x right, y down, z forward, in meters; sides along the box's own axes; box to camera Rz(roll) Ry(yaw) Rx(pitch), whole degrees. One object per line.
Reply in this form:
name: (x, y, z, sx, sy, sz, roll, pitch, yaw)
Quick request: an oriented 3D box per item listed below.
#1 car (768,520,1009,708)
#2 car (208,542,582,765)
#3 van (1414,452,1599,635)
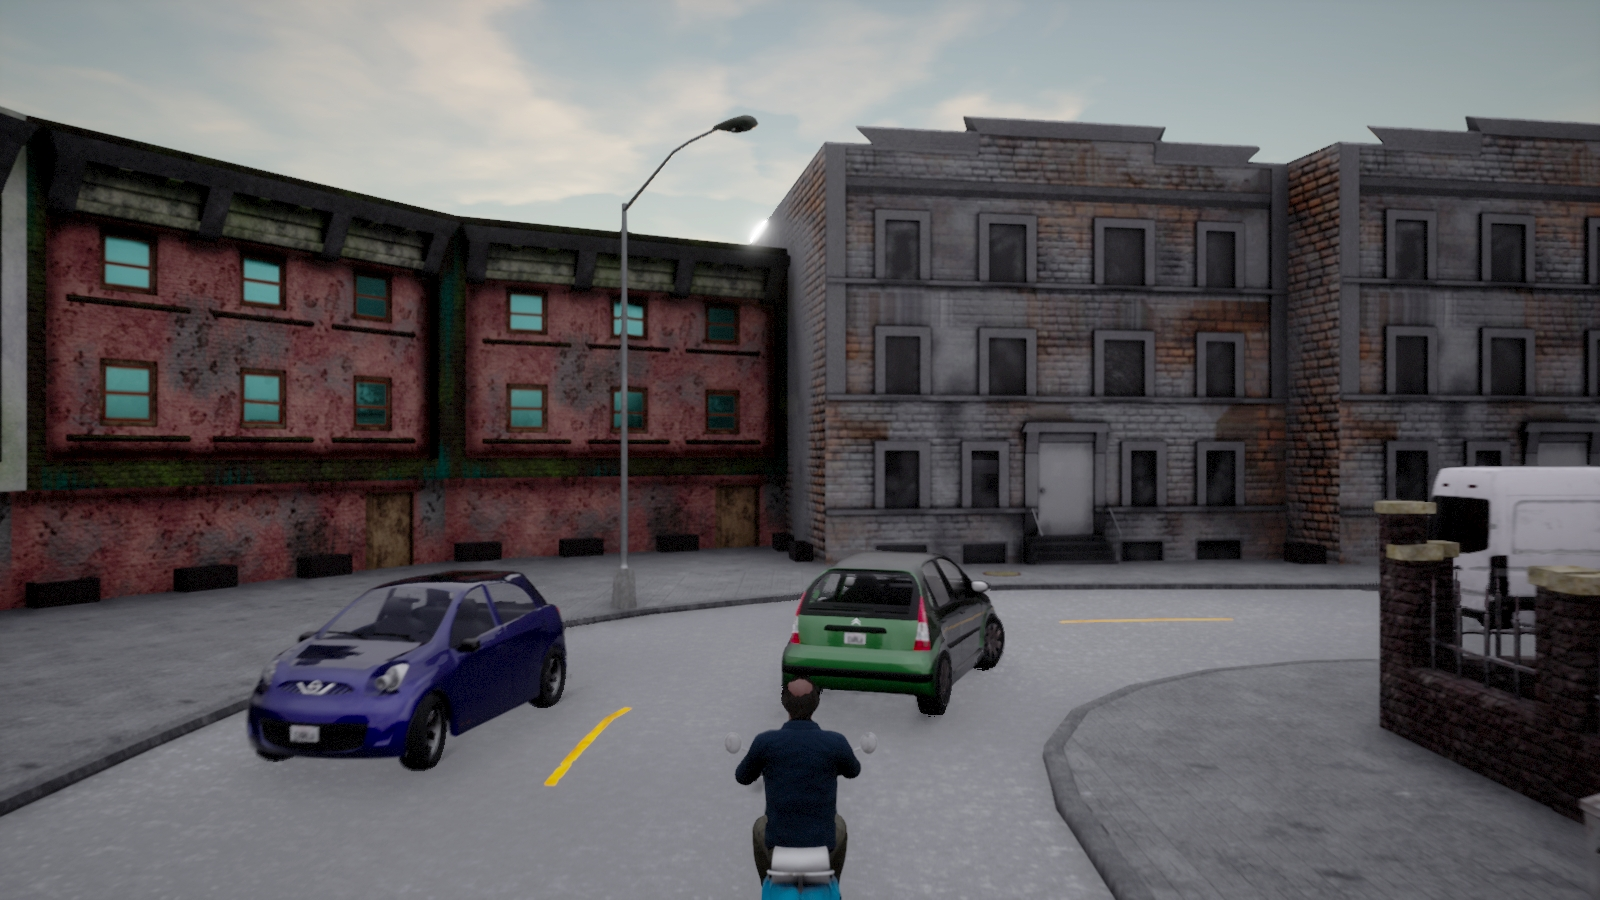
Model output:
car: (1.221, 1.781, 13.661, 1.851, 1.617, 3.988, 0, 0, 20)
car: (-3.745, 1.819, 11.291, 1.845, 1.501, 3.633, 0, 0, 12)
van: (12.649, 1.315, 17.037, 5.915, 2.561, 1.988, 0, 0, 0)
